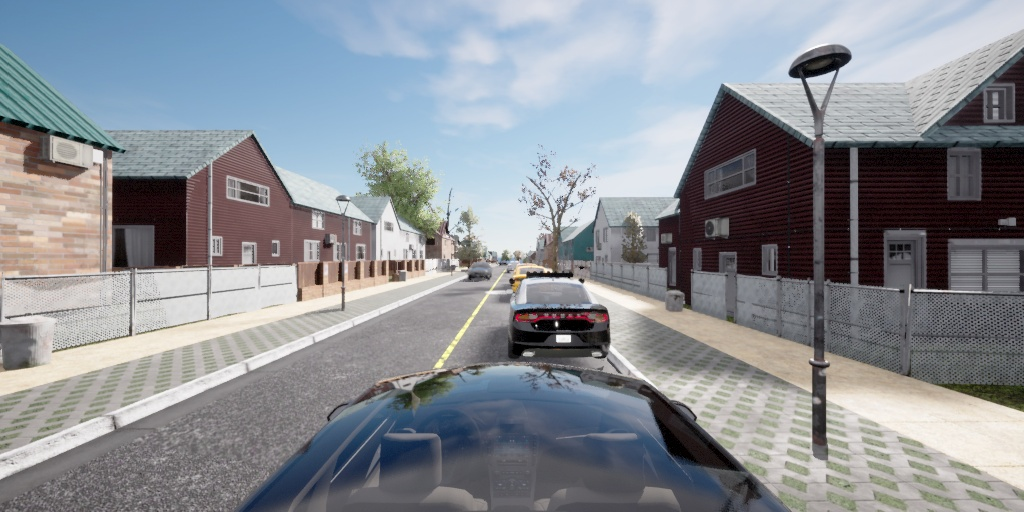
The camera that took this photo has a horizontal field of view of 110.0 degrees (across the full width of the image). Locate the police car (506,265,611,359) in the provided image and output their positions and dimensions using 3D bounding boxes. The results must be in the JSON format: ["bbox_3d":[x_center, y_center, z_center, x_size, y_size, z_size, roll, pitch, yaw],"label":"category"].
[{"bbox_3d":[0.879,1.176,8.567,1.930,1.638,5.238,0,0,0],"label":"police car"}]

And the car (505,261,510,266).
[{"bbox_3d":[0.345,1.383,45.730,1.812,1.442,4.674,0,0,1],"label":"car"}]

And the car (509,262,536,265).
[{"bbox_3d":[0.948,1.238,18.458,1.882,1.535,5.008,0,0,0],"label":"car"}]

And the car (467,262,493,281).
[{"bbox_3d":[-2.645,1.294,30.436,1.837,1.490,4.892,0,0,0],"label":"car"}]
